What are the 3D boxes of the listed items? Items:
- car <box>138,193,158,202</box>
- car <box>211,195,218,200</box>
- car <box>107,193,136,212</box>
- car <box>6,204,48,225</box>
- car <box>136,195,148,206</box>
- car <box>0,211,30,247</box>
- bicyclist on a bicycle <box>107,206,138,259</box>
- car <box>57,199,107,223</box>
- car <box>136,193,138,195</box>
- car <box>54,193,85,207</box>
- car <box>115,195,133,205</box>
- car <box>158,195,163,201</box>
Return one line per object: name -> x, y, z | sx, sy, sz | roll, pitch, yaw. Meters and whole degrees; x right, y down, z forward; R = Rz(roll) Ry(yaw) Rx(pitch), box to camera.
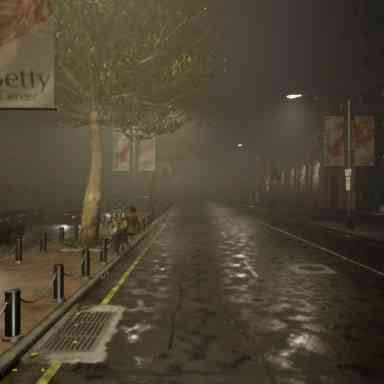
car -> -8.335, 1.218, 63.427 | 2.150, 2.045, 5.566 | 0, 0, 0
car -> 6.327, 1.594, 94.073 | 1.895, 1.301, 4.718 | 0, 0, 0
car -> -8.267, 1.223, 38.382 | 2.150, 2.045, 5.566 | 0, 0, 0
car -> -11.701, 1.564, 23.118 | 1.994, 1.385, 4.181 | 0, 0, 0
car -> -8.317, 1.525, 50.618 | 1.812, 1.442, 4.674 | 0, 0, 0
car -> -8.134, 1.601, 12.195 | 1.895, 1.301, 4.718 | 0, 0, 0
bicyclist on a bicycle -> -2.212, 1.190, 10.908 | 0.582, 1.620, 1.656 | 9, 36, -47
car -> -8.212, 1.505, 25.346 | 1.837, 1.490, 4.892 | 0, 0, 0
car -> -11.829, 1.225, 73.582 | 2.150, 2.045, 5.566 | 0, 0, 0
car -> -15.697, 1.221, 44.920 | 2.150, 2.045, 5.566 | 1, 0, 40
car -> -11.851, 1.351, 58.397 | 2.097, 1.767, 4.553 | 0, 0, 0
car -> -8.331, 1.525, 74.095 | 2.128, 1.511, 4.902 | 0, 0, 0
